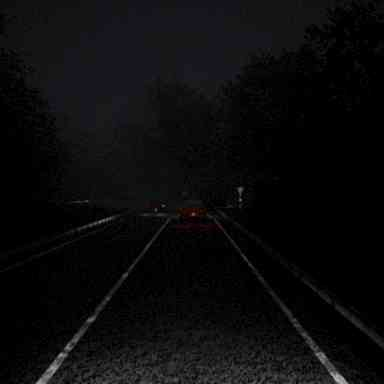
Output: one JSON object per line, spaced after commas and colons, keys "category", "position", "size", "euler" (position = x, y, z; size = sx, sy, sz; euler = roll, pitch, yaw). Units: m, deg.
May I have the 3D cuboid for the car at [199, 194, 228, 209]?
{"category": "car", "position": [2.456, 1.108, 40.104], "size": [2.097, 1.767, 4.553], "euler": [1, 1, 36]}

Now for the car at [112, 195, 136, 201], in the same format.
{"category": "car", "position": [-13.751, 1.189, 67.147], "size": [1.895, 1.301, 4.718], "euler": [0, 0, 43]}

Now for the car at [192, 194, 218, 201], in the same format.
{"category": "car", "position": [2.792, 1.101, 72.274], "size": [5.357, 1.411, 2.033], "euler": [0, 0, 13]}

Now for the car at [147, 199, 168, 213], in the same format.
{"category": "car", "position": [-3.511, 1.395, 34.406], "size": [1.895, 1.301, 4.718], "euler": [0, 0, 0]}

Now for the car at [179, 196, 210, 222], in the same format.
{"category": "car", "position": [0.091, 1.327, 24.733], "size": [1.882, 1.535, 5.008], "euler": [0, 0, 0]}
